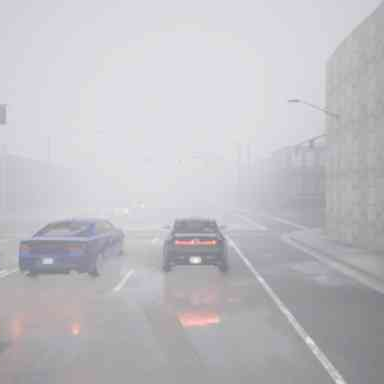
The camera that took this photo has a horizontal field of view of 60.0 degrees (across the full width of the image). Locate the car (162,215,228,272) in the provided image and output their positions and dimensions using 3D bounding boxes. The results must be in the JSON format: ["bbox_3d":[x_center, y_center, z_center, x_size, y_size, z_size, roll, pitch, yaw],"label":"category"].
[{"bbox_3d":[0.104,1.527,10.923,1.837,1.490,4.892,0,-1,0],"label":"car"}]

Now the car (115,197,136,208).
[{"bbox_3d":[-10.453,1.713,51.247,1.895,1.301,4.718,0,0,1],"label":"car"}]

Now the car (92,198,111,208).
[{"bbox_3d":[-13.948,1.639,51.445,1.812,1.442,4.674,0,0,1],"label":"car"}]

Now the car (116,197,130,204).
[{"bbox_3d":[-13.844,1.671,66.763,1.812,1.442,4.674,0,0,0],"label":"car"}]

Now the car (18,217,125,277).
[{"bbox_3d":[-3.400,1.501,10.372,1.882,1.535,5.008,0,0,0],"label":"car"}]

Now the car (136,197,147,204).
[{"bbox_3d":[-10.347,1.745,66.752,1.895,1.301,4.718,0,0,0],"label":"car"}]
